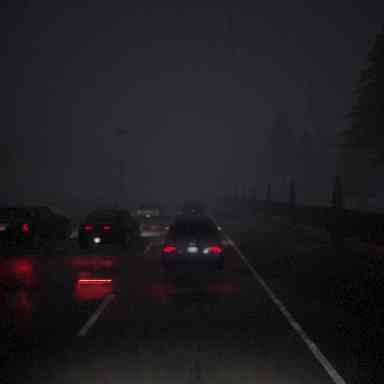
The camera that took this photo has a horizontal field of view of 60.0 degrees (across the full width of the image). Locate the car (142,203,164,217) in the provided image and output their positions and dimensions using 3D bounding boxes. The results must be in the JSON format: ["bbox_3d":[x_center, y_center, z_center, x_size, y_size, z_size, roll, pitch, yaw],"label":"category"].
[{"bbox_3d":[-3.442,1.607,28.442,1.895,1.301,4.718,0,0,0],"label":"car"}]

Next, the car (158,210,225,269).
[{"bbox_3d":[0.040,1.550,11.169,2.033,1.411,5.357,0,0,1],"label":"car"}]

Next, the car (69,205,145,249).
[{"bbox_3d":[-3.434,1.507,14.505,1.837,1.490,4.892,0,0,0],"label":"car"}]

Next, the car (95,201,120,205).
[{"bbox_3d":[-6.942,1.607,28.450,1.895,1.301,4.718,0,0,0],"label":"car"}]

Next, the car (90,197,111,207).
[{"bbox_3d":[-14.332,1.504,52.111,2.128,1.511,4.902,0,0,-3],"label":"car"}]

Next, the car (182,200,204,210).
[{"bbox_3d":[0.074,1.484,31.431,1.882,1.535,5.008,0,0,0],"label":"car"}]

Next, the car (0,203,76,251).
[{"bbox_3d":[-6.936,1.355,14.365,2.097,1.767,4.553,0,0,0],"label":"car"}]

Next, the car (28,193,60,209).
[{"bbox_3d":[-21.160,1.231,47.744,2.150,2.045,5.566,0,0,-1],"label":"car"}]
